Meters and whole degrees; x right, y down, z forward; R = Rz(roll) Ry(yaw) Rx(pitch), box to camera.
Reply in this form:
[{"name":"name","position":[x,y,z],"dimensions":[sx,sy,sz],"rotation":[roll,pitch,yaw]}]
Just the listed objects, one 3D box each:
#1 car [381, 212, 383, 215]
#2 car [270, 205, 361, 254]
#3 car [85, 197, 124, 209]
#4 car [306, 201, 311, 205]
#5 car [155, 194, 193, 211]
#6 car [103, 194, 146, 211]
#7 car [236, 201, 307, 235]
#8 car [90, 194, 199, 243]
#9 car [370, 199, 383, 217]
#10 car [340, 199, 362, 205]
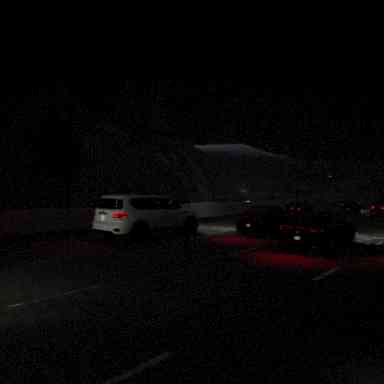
[{"name":"car","position":[8.960,1.421,12.765],"dimensions":[2.097,1.767,4.553],"rotation":[1,0,39]},{"name":"car","position":[5.325,1.494,13.808],"dimensions":[1.882,1.535,5.008],"rotation":[1,1,39]},{"name":"car","position":[-10.331,1.275,39.727],"dimensions":[1.994,1.385,4.181],"rotation":[1,0,36]},{"name":"car","position":[10.591,1.567,32.589],"dimensions":[2.033,1.411,5.357],"rotation":[1,0,34]},{"name":"car","position":[-2.071,1.178,39.282],"dimensions":[2.097,1.767,4.553],"rotation":[1,0,34]},{"name":"car","position":[-7.555,1.110,37.546],"dimensions":[2.097,1.767,4.553],"rotation":[1,0,35]},{"name":"car","position":[4.286,1.465,18.089],"dimensions":[1.882,1.535,5.008],"rotation":[1,1,38]},{"name":"car","position":[-1.983,1.133,15.892],"dimensions":[2.150,2.045,5.566],"rotation":[1,0,40]},{"name":"car","position":[18.245,1.478,31.567],"dimensions":[2.097,1.767,4.553],"rotation":[1,0,33]},{"name":"car","position":[17.918,1.593,37.543],"dimensions":[2.128,1.511,4.902],"rotation":[1,0,32]}]
